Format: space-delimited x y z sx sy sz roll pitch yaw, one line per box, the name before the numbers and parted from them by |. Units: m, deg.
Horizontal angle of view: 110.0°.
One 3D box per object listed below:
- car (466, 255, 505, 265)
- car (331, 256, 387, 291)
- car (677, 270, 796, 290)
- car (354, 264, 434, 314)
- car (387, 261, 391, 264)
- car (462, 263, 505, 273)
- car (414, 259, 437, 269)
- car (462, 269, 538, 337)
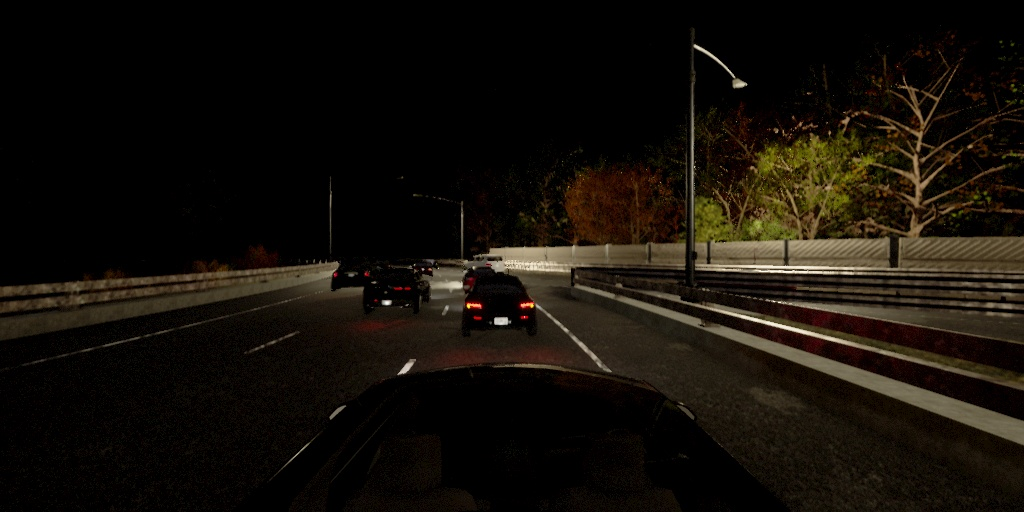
car | -2.722 0.911 33.829 2.150 2.045 5.566 0 0 -32
car | -9.067 1.056 21.391 2.097 1.767 4.553 0 0 -11
car | 10.311 1.323 16.902 4.718 1.301 1.895 0 0 43
car | -4.271 1.225 13.780 1.837 1.490 4.892 0 0 -7
car | -14.511 1.186 39.937 1.812 1.442 4.674 0 0 -21
car | -1.702 1.272 19.823 1.994 1.385 4.181 0 0 -9
car | -8.432 1.224 33.306 2.033 1.411 5.357 0 0 -17
car | -0.400 1.256 10.140 1.812 1.442 4.674 0 0 -4
